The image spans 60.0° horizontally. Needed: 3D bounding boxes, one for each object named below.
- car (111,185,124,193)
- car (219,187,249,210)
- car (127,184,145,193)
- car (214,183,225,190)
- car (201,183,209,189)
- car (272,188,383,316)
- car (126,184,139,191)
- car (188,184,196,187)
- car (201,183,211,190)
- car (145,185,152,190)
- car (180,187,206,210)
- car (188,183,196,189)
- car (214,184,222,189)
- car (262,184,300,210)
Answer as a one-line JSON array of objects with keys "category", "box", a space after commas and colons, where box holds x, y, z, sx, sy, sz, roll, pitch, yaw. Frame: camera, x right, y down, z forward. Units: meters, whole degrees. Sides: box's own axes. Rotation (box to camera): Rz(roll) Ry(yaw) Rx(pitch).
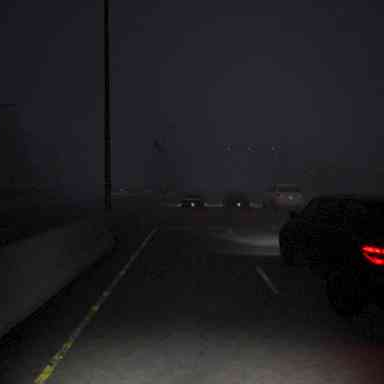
[{"category": "car", "box": [-14.052, -0.530, 62.339, 1.994, 1.385, 4.181, 0, 2, 0]}, {"category": "car", "box": [3.572, 0.620, 27.675, 1.837, 1.490, 4.892, 0, 2, 0]}, {"category": "car", "box": [-10.552, -0.615, 62.333, 1.882, 1.535, 5.008, 0, 2, 0]}, {"category": "car", "box": [6.955, -1.390, 80.928, 2.097, 1.767, 4.553, 0, 2, 0]}, {"category": "car", "box": [3.450, -1.695, 90.121, 1.882, 1.535, 5.008, 0, 2, 0]}, {"category": "car", "box": [3.555, 1.034, 7.257, 2.150, 2.045, 5.566, 0, 1, 0]}, {"category": "car", "box": [-14.043, -1.128, 78.426, 2.033, 1.411, 5.357, 0, 2, 0]}, {"category": "car", "box": [-0.044, -1.160, 80.094, 1.994, 1.385, 4.181, 0, 2, 0]}, {"category": "car", "box": [3.456, -1.186, 79.713, 2.128, 1.511, 4.902, 0, 2, 0]}, {"category": "car", "box": [-10.543, -1.081, 78.626, 1.895, 1.301, 4.718, 0, 2, 0]}, {"category": "car", "box": [0.071, 0.622, 27.621, 1.837, 1.490, 4.892, 0, 2, 0]}, {"category": "car", "box": [-0.050, -1.620, 90.122, 1.994, 1.385, 4.181, 0, 2, 0]}, {"category": "car", "box": [6.950, -1.579, 90.157, 1.895, 1.301, 4.718, 0, 2, 0]}, {"category": "car", "box": [7.070, 0.379, 26.436, 2.150, 2.045, 5.566, 0, 2, 0]}]
